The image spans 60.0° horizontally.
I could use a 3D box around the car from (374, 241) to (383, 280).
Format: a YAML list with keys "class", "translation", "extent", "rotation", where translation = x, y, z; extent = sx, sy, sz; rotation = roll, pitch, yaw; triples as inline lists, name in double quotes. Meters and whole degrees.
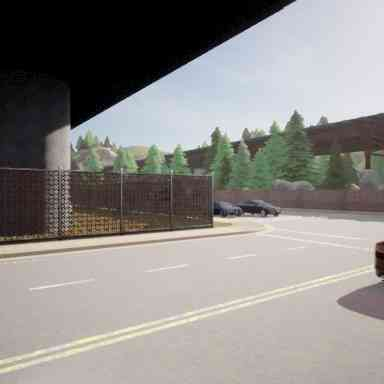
- class: "car"
  translation: [6.612, 1.478, 8.485]
  extent: [5.008, 1.535, 1.882]
  rotation: [0, 0, -35]

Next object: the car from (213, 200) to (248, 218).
- class: "car"
  translation: [2.738, 1.564, 30.522]
  extent: [1.994, 1.385, 4.181]
  rotation: [0, 0, -36]

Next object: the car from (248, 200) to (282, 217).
- class: "car"
  translation: [6.253, 1.505, 31.631]
  extent: [1.837, 1.490, 4.892]
  rotation: [0, 0, -36]
